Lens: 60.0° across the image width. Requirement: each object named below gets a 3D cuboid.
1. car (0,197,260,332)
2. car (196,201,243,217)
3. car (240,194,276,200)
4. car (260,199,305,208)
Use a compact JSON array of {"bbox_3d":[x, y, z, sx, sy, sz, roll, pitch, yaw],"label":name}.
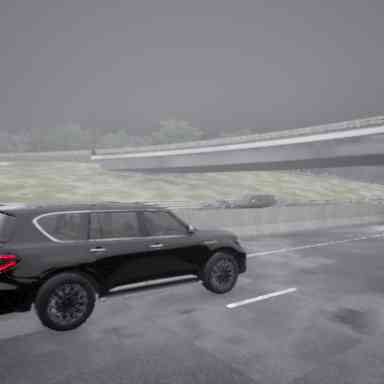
[{"bbox_3d":[-1.352,1.223,7.082,5.566,2.045,2.150,0,0,-36],"label":"car"},{"bbox_3d":[2.635,1.572,31.560,4.181,1.385,1.994,0,0,-35],"label":"car"},{"bbox_3d":[5.146,1.219,29.044,5.566,2.045,2.150,0,0,-35],"label":"car"},{"bbox_3d":[7.432,1.556,26.374,5.357,1.411,2.033,0,0,-36],"label":"car"}]
